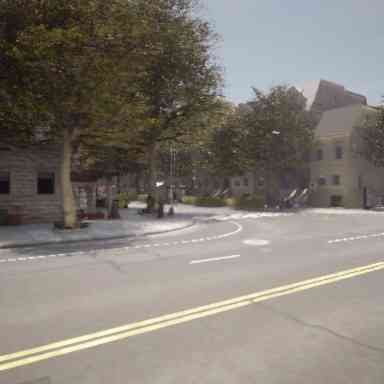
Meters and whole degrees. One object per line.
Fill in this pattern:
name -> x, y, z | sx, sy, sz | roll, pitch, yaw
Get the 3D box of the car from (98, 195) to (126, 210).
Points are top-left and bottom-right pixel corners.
car -> -10.888, 1.170, 42.712 | 2.231, 1.521, 4.892 | 0, 0, -35

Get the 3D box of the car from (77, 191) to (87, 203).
car -> -18.626, 0.811, 54.827 | 2.435, 2.045, 5.566 | 0, 0, -35
